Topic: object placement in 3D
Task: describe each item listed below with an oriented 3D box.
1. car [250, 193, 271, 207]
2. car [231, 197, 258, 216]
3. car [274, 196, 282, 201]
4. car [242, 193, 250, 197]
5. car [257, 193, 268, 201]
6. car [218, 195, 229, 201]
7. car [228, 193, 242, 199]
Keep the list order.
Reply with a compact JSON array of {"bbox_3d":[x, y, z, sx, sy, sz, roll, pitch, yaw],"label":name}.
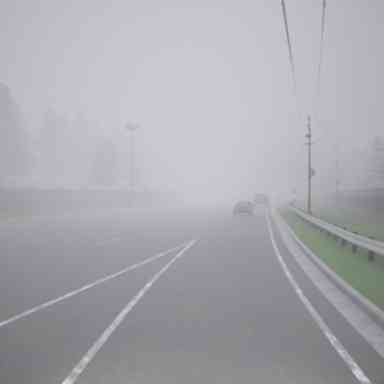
[{"bbox_3d":[11.276,1.251,53.509,2.150,2.045,5.566,0,0,19],"label":"car"},{"bbox_3d":[5.243,1.559,33.502,2.033,1.411,5.357,0,0,14],"label":"car"},{"bbox_3d":[22.565,1.616,87.177,1.994,1.385,4.181,0,0,19],"label":"car"},{"bbox_3d":[14.876,1.580,86.297,1.994,1.385,4.181,0,0,19],"label":"car"},{"bbox_3d":[18.068,1.265,84.808,2.150,2.045,5.566,0,0,19],"label":"car"},{"bbox_3d":[8.246,1.525,88.544,1.812,1.442,4.674,0,0,19],"label":"car"},{"bbox_3d":[11.571,1.610,87.449,1.895,1.301,4.718,0,0,19],"label":"car"}]
